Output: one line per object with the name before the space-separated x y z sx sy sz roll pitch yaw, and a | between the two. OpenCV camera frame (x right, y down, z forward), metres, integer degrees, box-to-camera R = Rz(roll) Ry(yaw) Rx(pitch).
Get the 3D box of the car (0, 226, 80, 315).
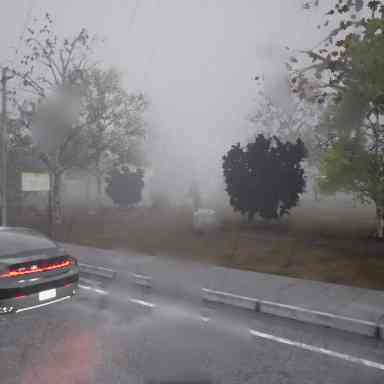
car | -4.402 1.505 7.135 4.892 1.490 1.837 0 0 37
